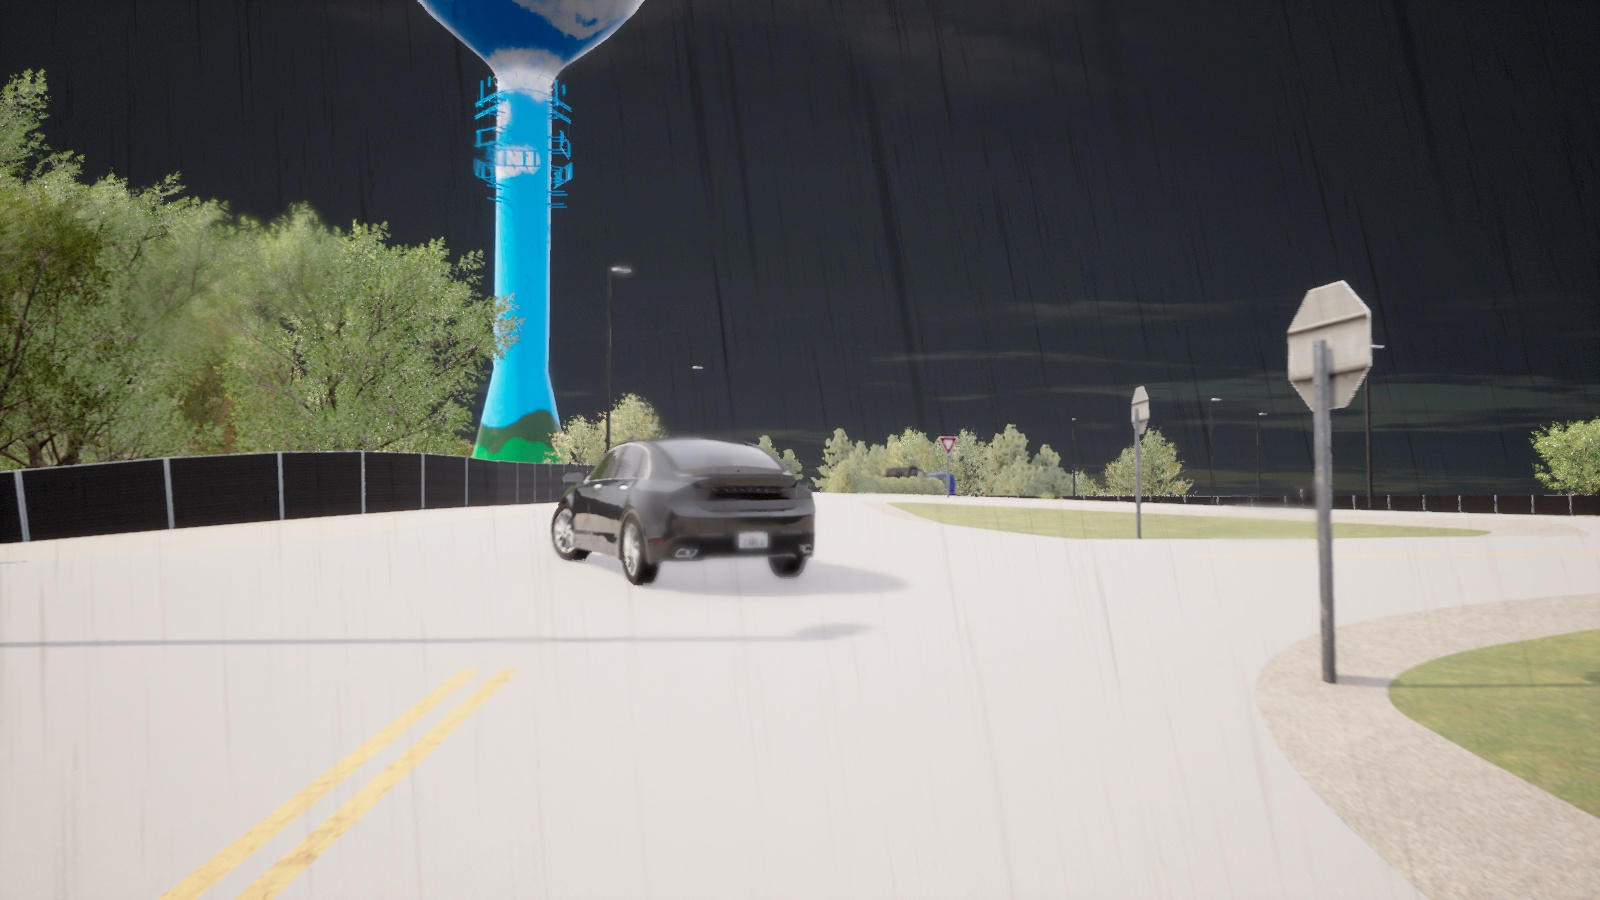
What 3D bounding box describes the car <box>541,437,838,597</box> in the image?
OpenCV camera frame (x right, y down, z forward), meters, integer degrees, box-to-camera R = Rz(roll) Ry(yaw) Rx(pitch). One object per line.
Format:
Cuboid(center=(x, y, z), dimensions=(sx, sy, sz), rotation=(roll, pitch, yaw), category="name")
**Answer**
Cuboid(center=(-1.475, 0.623, 14.319), dimensions=(1.837, 1.490, 4.892), rotation=(0, 0, -24), category="car")
